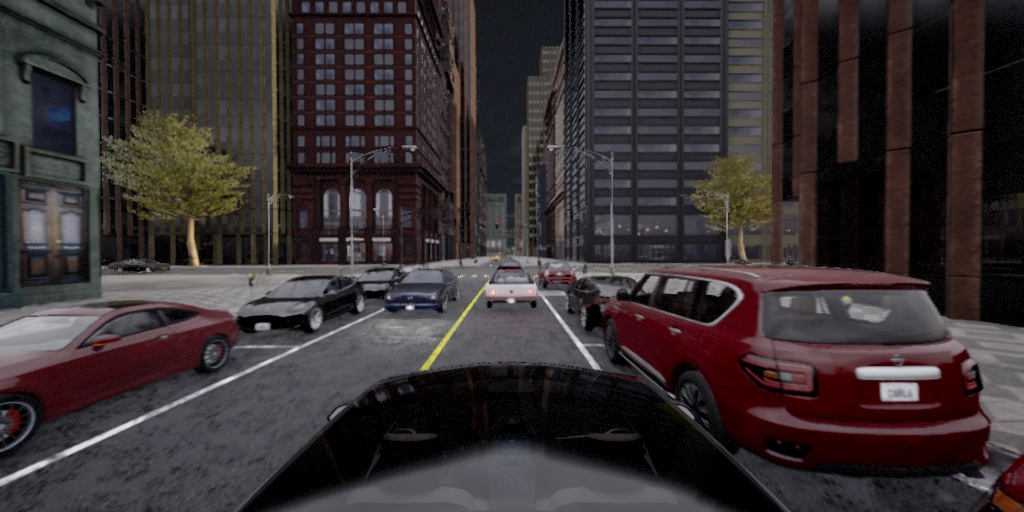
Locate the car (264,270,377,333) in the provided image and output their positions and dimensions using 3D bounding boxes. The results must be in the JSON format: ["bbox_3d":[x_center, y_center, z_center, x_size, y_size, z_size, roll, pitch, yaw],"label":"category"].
[{"bbox_3d":[-5.813,1.252,10.527,1.948,1.339,4.313,0,0,0],"label":"car"}]

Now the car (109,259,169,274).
[{"bbox_3d":[-40.893,1.125,39.629,5.008,1.535,1.882,0,1,0],"label":"car"}]

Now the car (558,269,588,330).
[{"bbox_3d":[2.712,1.224,10.585,1.948,1.339,4.313,0,0,0],"label":"car"}]

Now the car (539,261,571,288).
[{"bbox_3d":[2.638,0.995,21.856,1.967,1.591,4.097,0,0,0],"label":"car"}]

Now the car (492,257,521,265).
[{"bbox_3d":[-0.143,1.032,24.473,2.128,1.511,4.902,0,1,0],"label":"car"}]

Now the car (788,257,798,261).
[{"bbox_3d":[38.406,0.664,46.938,4.181,1.385,1.994,0,1,0],"label":"car"}]

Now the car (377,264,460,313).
[{"bbox_3d":[-3.166,1.195,13.737,2.033,1.411,5.357,0,1,0],"label":"car"}]

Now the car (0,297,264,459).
[{"bbox_3d":[-5.776,1.320,4.891,1.802,1.307,4.207,0,0,0],"label":"car"}]

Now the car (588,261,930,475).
[{"bbox_3d":[2.748,1.026,4.949,2.192,1.841,5.009,0,0,0],"label":"car"}]

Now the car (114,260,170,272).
[{"bbox_3d":[-44.235,1.222,42.941,4.718,1.301,1.895,0,1,0],"label":"car"}]

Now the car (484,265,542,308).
[{"bbox_3d":[-0.018,1.233,14.441,1.895,1.301,4.718,0,1,0],"label":"car"}]

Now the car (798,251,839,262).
[{"bbox_3d":[38.799,0.364,43.697,5.566,2.045,2.150,-1,1,0],"label":"car"}]

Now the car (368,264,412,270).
[{"bbox_3d":[-5.850,1.200,16.163,1.948,1.339,4.313,0,0,0],"label":"car"}]
